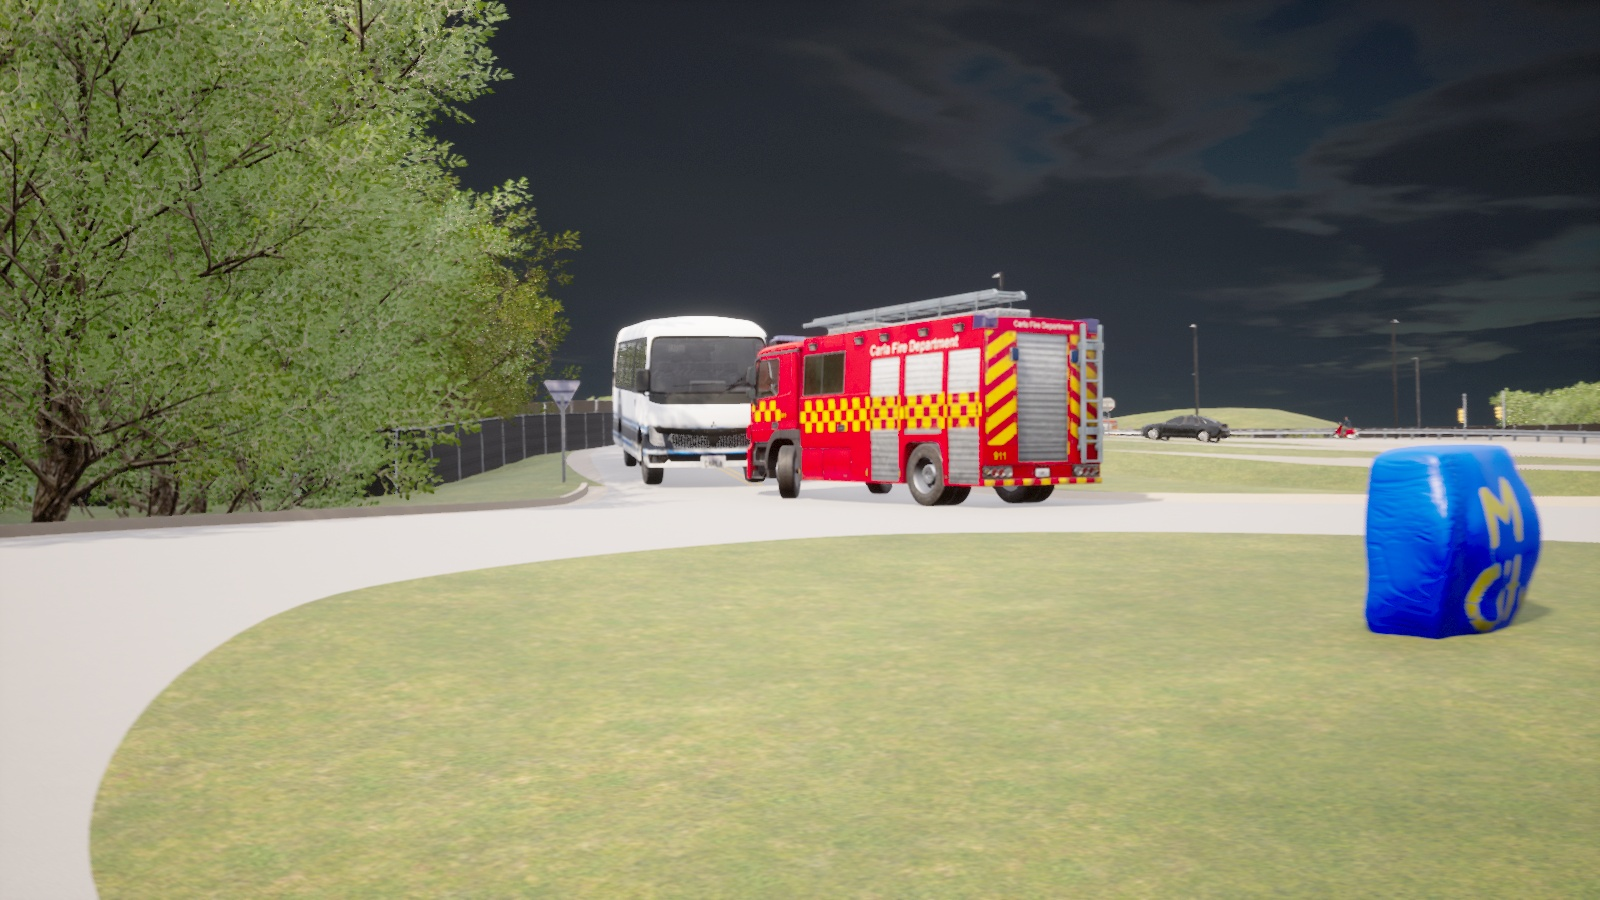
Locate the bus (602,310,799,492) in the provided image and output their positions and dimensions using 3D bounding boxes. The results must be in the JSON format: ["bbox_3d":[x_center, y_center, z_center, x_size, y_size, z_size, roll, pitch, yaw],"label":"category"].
[{"bbox_3d":[-3.120,-1.511,34.749,3.944,4.253,10.273,-1,4,-13],"label":"bus"}]

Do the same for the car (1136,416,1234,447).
[{"bbox_3d":[21.629,-1.045,70.629,4.892,1.490,1.837,4,2,36],"label":"car"}]

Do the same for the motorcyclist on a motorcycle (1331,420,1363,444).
[{"bbox_3d":[37.463,-1.234,86.095,0.866,1.590,1.817,-1,2,-33],"label":"motorcyclist on a motorcycle"}]

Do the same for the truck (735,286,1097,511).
[{"bbox_3d":[1.969,-0.889,25.747,2.891,3.827,8.468,0,0,-32],"label":"truck"}]
